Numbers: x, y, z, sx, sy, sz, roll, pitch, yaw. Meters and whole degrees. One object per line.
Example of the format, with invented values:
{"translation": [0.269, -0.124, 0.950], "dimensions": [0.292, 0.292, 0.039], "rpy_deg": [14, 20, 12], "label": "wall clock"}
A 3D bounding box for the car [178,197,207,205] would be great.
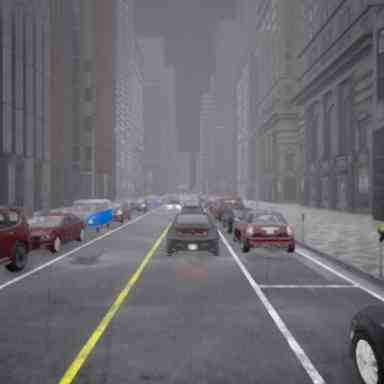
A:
{"translation": [0.051, 1.489, 28.104], "dimensions": [1.837, 1.490, 4.892], "rpy_deg": [0, 0, 1], "label": "car"}

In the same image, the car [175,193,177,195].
{"translation": [-5.751, 1.529, 86.947], "dimensions": [1.947, 1.339, 4.313], "rpy_deg": [0, 0, 0], "label": "car"}

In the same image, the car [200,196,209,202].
{"translation": [2.773, 1.546, 75.678], "dimensions": [1.802, 1.307, 4.206], "rpy_deg": [0, 0, 0], "label": "car"}

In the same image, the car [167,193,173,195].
{"translation": [-5.754, 1.406, 70.037], "dimensions": [1.967, 1.590, 4.097], "rpy_deg": [0, 0, 0], "label": "car"}

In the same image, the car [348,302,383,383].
{"translation": [2.761, 1.549, 2.406], "dimensions": [2.008, 1.369, 4.403], "rpy_deg": [0, 0, 0], "label": "car"}

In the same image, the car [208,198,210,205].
{"translation": [2.765, 1.526, 30.588], "dimensions": [1.887, 1.381, 4.507], "rpy_deg": [0, 0, 0], "label": "car"}

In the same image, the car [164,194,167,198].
{"translation": [-5.755, 1.518, 58.763], "dimensions": [2.008, 1.369, 4.403], "rpy_deg": [0, 0, 0], "label": "car"}

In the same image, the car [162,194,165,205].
{"translation": [-5.756, 1.495, 52.958], "dimensions": [1.752, 1.417, 4.829], "rpy_deg": [0, 0, 0], "label": "car"}

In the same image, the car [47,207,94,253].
{"translation": [-5.762, 1.537, 13.671], "dimensions": [1.887, 1.381, 4.507], "rpy_deg": [0, 0, 0], "label": "car"}

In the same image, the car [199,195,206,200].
{"translation": [2.775, 1.545, 92.588], "dimensions": [1.802, 1.307, 4.206], "rpy_deg": [0, 0, 0], "label": "car"}

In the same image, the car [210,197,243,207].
{"translation": [2.764, 1.300, 24.952], "dimensions": [2.192, 1.841, 5.009], "rpy_deg": [0, 0, 0], "label": "car"}

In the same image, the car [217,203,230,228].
{"translation": [2.764, 1.554, 19.315], "dimensions": [1.947, 1.339, 4.313], "rpy_deg": [0, 0, 0], "label": "car"}

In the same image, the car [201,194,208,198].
{"translation": [2.768, 1.412, 47.496], "dimensions": [1.967, 1.590, 4.097], "rpy_deg": [0, 0, 0], "label": "car"}

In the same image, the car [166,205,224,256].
{"translation": [0.048, 1.498, 13.099], "dimensions": [1.837, 1.490, 4.892], "rpy_deg": [0, 0, 1], "label": "car"}

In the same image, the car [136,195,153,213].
{"translation": [-5.759, 1.418, 36.218], "dimensions": [1.967, 1.590, 4.097], "rpy_deg": [0, 0, 0], "label": "car"}

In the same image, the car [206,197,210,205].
{"translation": [2.766, 1.544, 36.225], "dimensions": [1.947, 1.339, 4.313], "rpy_deg": [0, 0, 0], "label": "car"}

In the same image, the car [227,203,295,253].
{"translation": [2.762, 1.432, 13.678], "dimensions": [1.967, 1.590, 4.097], "rpy_deg": [0, 0, 0], "label": "car"}

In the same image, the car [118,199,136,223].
{"translation": [-5.761, 1.425, 24.944], "dimensions": [1.967, 1.590, 4.097], "rpy_deg": [0, 0, 0], "label": "car"}

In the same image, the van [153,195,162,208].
{"translation": [-5.758, 1.313, 47.491], "dimensions": [1.690, 1.788, 3.998], "rpy_deg": [0, 0, 0], "label": "van"}

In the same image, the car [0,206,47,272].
{"translation": [-5.764, 1.310, 8.033], "dimensions": [2.192, 1.841, 5.009], "rpy_deg": [0, 0, 0], "label": "car"}

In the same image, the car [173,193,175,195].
{"translation": [-5.753, 1.280, 75.674], "dimensions": [2.192, 1.841, 5.009], "rpy_deg": [0, 0, 0], "label": "car"}

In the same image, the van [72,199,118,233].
{"translation": [-5.762, 1.329, 19.307], "dimensions": [1.690, 1.788, 3.998], "rpy_deg": [0, 0, 0], "label": "van"}

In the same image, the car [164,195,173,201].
{"translation": [-5.751, 1.530, 81.311], "dimensions": [1.947, 1.339, 4.313], "rpy_deg": [0, 0, 0], "label": "car"}

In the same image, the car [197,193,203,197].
{"translation": [2.363, 1.492, 64.376], "dimensions": [1.812, 1.442, 4.674], "rpy_deg": [0, 0, 0], "label": "car"}

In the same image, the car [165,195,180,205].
{"translation": [-3.048, 1.569, 57.501], "dimensions": [1.895, 1.301, 4.718], "rpy_deg": [0, 0, 1], "label": "car"}
